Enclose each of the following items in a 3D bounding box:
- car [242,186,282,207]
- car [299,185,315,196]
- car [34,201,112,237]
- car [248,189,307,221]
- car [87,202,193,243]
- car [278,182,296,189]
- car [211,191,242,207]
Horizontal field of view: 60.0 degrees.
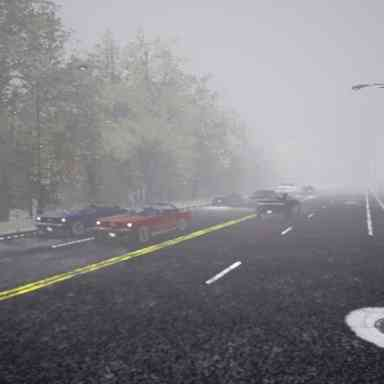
[{"bbox_3d":[6.296,0.510,29.445,1.837,1.490,4.892,0,2,28],"label":"car"},{"bbox_3d":[17.839,-0.228,51.391,1.837,1.490,4.892,0,1,28],"label":"car"},{"bbox_3d":[-4.723,1.118,15.354,1.895,1.301,4.718,1,2,28],"label":"car"},{"bbox_3d":[5.293,0.779,20.063,2.128,1.511,4.902,0,2,28],"label":"car"},{"bbox_3d":[-1.833,1.146,13.860,1.895,1.301,4.718,1,2,28],"label":"car"},{"bbox_3d":[15.267,-0.548,53.471,2.150,2.045,5.566,0,2,28],"label":"car"},{"bbox_3d":[3.318,0.557,30.760,1.994,1.385,4.181,0,2,28],"label":"car"}]
